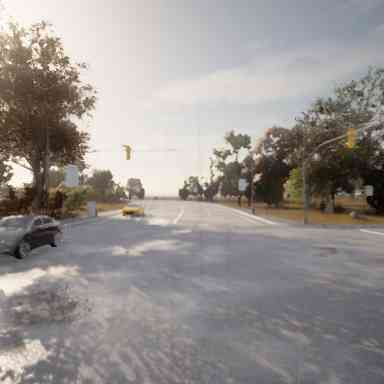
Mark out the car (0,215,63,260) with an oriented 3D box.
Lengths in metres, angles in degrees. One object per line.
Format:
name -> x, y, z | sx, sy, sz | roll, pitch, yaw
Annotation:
car -> -6.893, 1.697, 13.460 | 2.128, 1.511, 4.902 | 0, -1, 0

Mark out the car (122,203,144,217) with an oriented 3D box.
car -> -6.715, 2.019, 38.433 | 1.882, 1.535, 5.008 | 0, -1, 0
